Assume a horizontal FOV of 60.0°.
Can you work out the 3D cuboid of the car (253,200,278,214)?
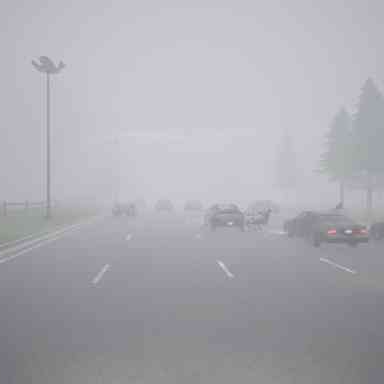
[{"bbox_3d":[7.588,1.547,35.230,2.033,1.411,5.357,0,0,-5],"label":"car"}]

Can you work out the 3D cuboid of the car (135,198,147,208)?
[{"bbox_3d":[-7.609,1.526,48.049,1.812,1.442,4.674,0,0,-5],"label":"car"}]

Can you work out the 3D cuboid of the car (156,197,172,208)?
[{"bbox_3d":[-4.099,1.491,48.103,2.128,1.511,4.902,0,0,-6],"label":"car"}]

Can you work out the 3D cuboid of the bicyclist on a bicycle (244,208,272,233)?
[{"bbox_3d":[3.739,1.474,18.451,1.620,1.656,0.582,-30,-31,20],"label":"bicyclist on a bicycle"}]

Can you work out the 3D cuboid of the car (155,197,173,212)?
[{"bbox_3d":[-3.203,1.601,38.048,1.895,1.301,4.718,0,0,-5],"label":"car"}]

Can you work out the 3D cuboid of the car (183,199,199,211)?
[{"bbox_3d":[0.008,1.564,41.440,1.994,1.385,4.181,0,0,-5],"label":"car"}]

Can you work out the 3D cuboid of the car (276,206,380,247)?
[{"bbox_3d":[5.806,1.548,15.139,2.033,1.411,5.357,0,0,-3],"label":"car"}]

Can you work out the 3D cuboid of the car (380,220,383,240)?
[{"bbox_3d":[9.432,1.526,13.903,1.812,1.442,4.674,0,0,-4],"label":"car"}]

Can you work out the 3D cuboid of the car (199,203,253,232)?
[{"bbox_3d":[1.869,1.471,20.097,2.128,1.511,4.902,-1,-1,-4],"label":"car"}]

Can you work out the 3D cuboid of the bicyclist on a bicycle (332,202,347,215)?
[{"bbox_3d":[9.475,1.455,21.410,1.656,1.620,0.582,2,-1,-28],"label":"bicyclist on a bicycle"}]

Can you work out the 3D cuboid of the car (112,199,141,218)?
[{"bbox_3d":[-6.057,1.601,30.616,1.895,1.301,4.718,0,0,-5],"label":"car"}]
